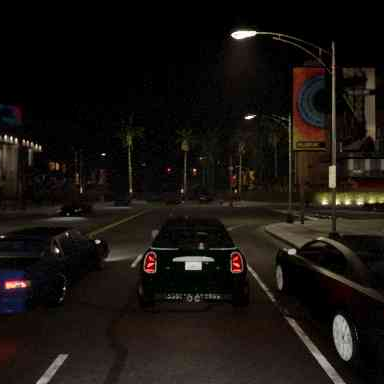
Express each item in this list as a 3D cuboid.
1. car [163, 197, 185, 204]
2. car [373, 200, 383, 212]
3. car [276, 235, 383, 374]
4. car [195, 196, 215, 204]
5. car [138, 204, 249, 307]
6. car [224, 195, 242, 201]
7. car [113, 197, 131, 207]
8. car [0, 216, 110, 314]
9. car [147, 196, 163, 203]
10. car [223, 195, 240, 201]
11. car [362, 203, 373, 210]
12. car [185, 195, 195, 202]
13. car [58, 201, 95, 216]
[{"bbox_3d":[-3.003,1.563,56.570,1.994,1.385,4.181,0,0,9],"label":"car"},{"bbox_3d":[23.010,1.352,36.597,4.553,1.767,2.097,0,0,-1],"label":"car"},{"bbox_3d":[2.879,1.480,5.778,2.097,1.535,5.008,0,0,-1],"label":"car"},{"bbox_3d":[2.947,1.491,64.708,2.128,1.511,4.902,0,0,22],"label":"car"},{"bbox_3d":[0.032,1.352,8.115,2.097,1.767,4.553,0,0,0],"label":"car"},{"bbox_3d":[10.015,1.477,80.701,5.008,1.535,1.882,0,0,-40],"label":"car"},{"bbox_3d":[-10.545,1.505,50.643,1.837,1.490,4.892,0,0,3],"label":"car"},{"bbox_3d":[-3.470,1.547,7.896,2.033,1.411,5.357,0,0,0],"label":"car"},{"bbox_3d":[-7.271,1.547,68.192,2.033,1.411,5.357,0,0,23],"label":"car"},{"bbox_3d":[10.622,1.523,89.895,4.674,1.442,1.812,0,0,-37],"label":"car"},{"bbox_3d":[23.249,1.600,40.103,4.718,1.301,1.895,0,0,-1],"label":"car"},{"bbox_3d":[-0.537,1.499,79.707,1.837,1.490,4.892,0,0,36],"label":"car"},{"bbox_3d":[-10.729,1.547,31.410,2.033,1.411,5.357,0,0,0],"label":"car"}]
